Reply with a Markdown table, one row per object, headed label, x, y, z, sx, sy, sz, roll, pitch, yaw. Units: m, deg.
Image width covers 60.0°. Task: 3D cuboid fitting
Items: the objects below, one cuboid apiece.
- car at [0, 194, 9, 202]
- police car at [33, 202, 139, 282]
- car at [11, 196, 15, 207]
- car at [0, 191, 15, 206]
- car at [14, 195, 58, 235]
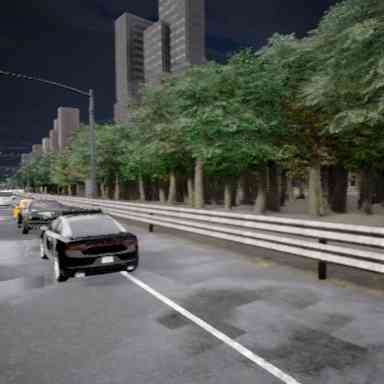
| label | x | y | z | sx | sy | sz | roll | pitch | yaw |
| --- | --- | --- | --- | --- | --- | --- | --- | --- | --- |
| car | -34.606 | 1.137 | 60.668 | 1.895 | 1.301 | 4.718 | -1 | 1 | -31 |
| police car | -3.229 | 1.308 | 9.728 | 1.930 | 1.638 | 5.238 | -1 | 1 | -31 |
| car | -11.323 | 1.264 | 23.401 | 1.882 | 1.535 | 5.008 | -1 | 1 | -31 |
| car | -21.906 | 0.918 | 39.204 | 2.150 | 2.045 | 5.566 | -1 | 1 | -31 |
| car | -8.254 | 1.174 | 18.210 | 2.097 | 1.767 | 4.553 | -1 | 1 | -31 |
